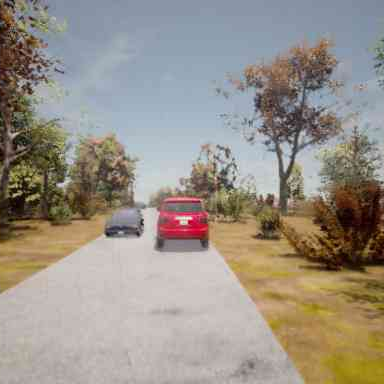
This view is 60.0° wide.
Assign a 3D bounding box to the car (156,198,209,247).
[{"bbox_3d":[-0.481,1.297,15.492,2.150,2.045,5.566,0,-1,-4],"label":"car"}]

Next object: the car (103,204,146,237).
[{"bbox_3d":[-3.660,1.649,18.868,2.033,1.411,5.357,0,-1,-5],"label":"car"}]

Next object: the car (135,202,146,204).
[{"bbox_3d":[-9.312,2.411,59.870,1.994,1.385,4.181,0,-2,-9],"label":"car"}]

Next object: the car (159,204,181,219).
[{"bbox_3d":[-2.272,1.905,33.484,1.895,1.301,4.718,0,-1,-7],"label":"car"}]
